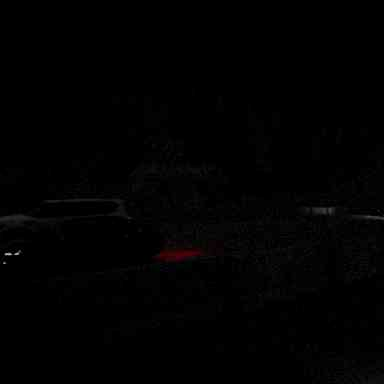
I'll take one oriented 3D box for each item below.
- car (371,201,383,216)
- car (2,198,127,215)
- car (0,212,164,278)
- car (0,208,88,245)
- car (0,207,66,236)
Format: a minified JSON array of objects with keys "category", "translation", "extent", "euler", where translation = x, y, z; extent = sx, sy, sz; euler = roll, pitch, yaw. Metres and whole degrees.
[{"category":"car","translation":[26.046,2.174,44.018],"extent":[5.566,2.045,2.150],"euler":[2,-1,-35]},{"category":"car","translation":[-5.133,1.262,13.227],"extent":[5.566,2.045,2.150],"euler":[1,-1,-35]},{"category":"car","translation":[-3.206,1.543,10.303],"extent":[4.892,1.490,1.837],"euler":[1,-1,-35]},{"category":"car","translation":[-7.568,1.560,15.790],"extent":[4.674,1.442,1.812],"euler":[1,-1,-35]},{"category":"car","translation":[-9.544,1.599,18.678],"extent":[4.181,1.385,1.994],"euler":[1,-1,-35]}]
